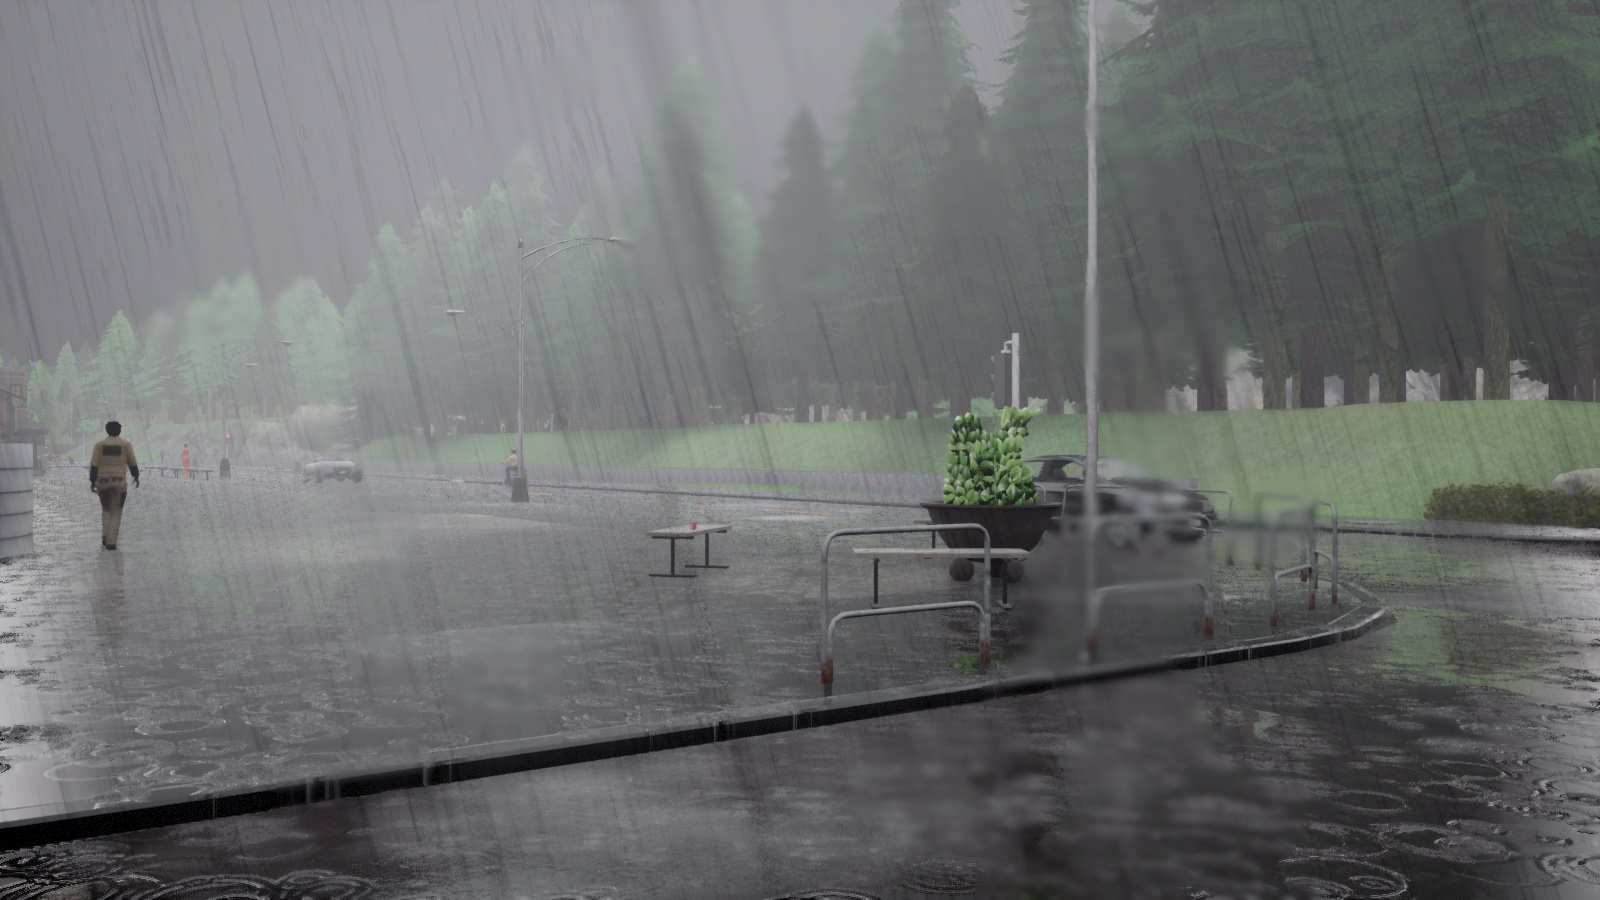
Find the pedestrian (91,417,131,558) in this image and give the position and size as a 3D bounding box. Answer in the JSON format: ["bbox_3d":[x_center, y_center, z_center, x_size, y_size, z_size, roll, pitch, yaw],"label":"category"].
[{"bbox_3d":[-9.688,0.518,17.662,0.396,1.930,0.692,0,0,-21],"label":"pedestrian"}]

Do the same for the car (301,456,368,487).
[{"bbox_3d":[-22.231,1.002,59.878,1.994,1.385,4.181,0,0,-35],"label":"car"}]

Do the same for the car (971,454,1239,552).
[{"bbox_3d":[4.981,0.799,21.035,1.816,1.474,4.193,0,0,-35],"label":"car"}]

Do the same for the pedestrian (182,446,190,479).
[{"bbox_3d":[-34.727,0.702,71.025,0.345,1.836,0.594,0,0,-34],"label":"pedestrian"}]
